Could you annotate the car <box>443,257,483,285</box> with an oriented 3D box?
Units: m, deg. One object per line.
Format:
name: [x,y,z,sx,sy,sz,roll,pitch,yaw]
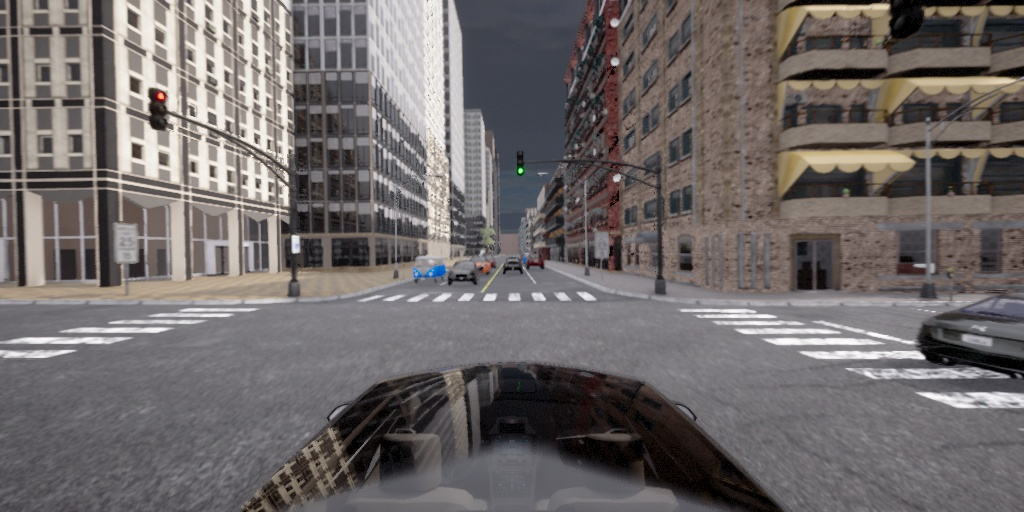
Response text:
car: [-3.140,1.053,23.958,1.837,1.490,4.892,-1,1,-2]

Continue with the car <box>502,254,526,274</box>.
car: [0.077,0.887,35.168,1.837,1.490,4.892,-1,1,0]

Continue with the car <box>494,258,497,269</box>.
car: [-3.090,0.680,46.029,2.097,1.767,4.553,-1,1,0]

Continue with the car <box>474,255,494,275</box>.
car: [-3.108,0.802,33.678,2.097,1.767,4.553,-1,1,0]

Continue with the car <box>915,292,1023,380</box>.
car: [9.318,1.298,5.856,4.181,1.385,1.994,0,0,-6]

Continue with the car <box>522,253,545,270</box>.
car: [2.678,0.588,41.727,2.192,1.841,5.009,0,0,0]

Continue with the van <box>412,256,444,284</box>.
van: [-5.697,0.920,25.073,1.690,1.789,3.998,0,0,0]
